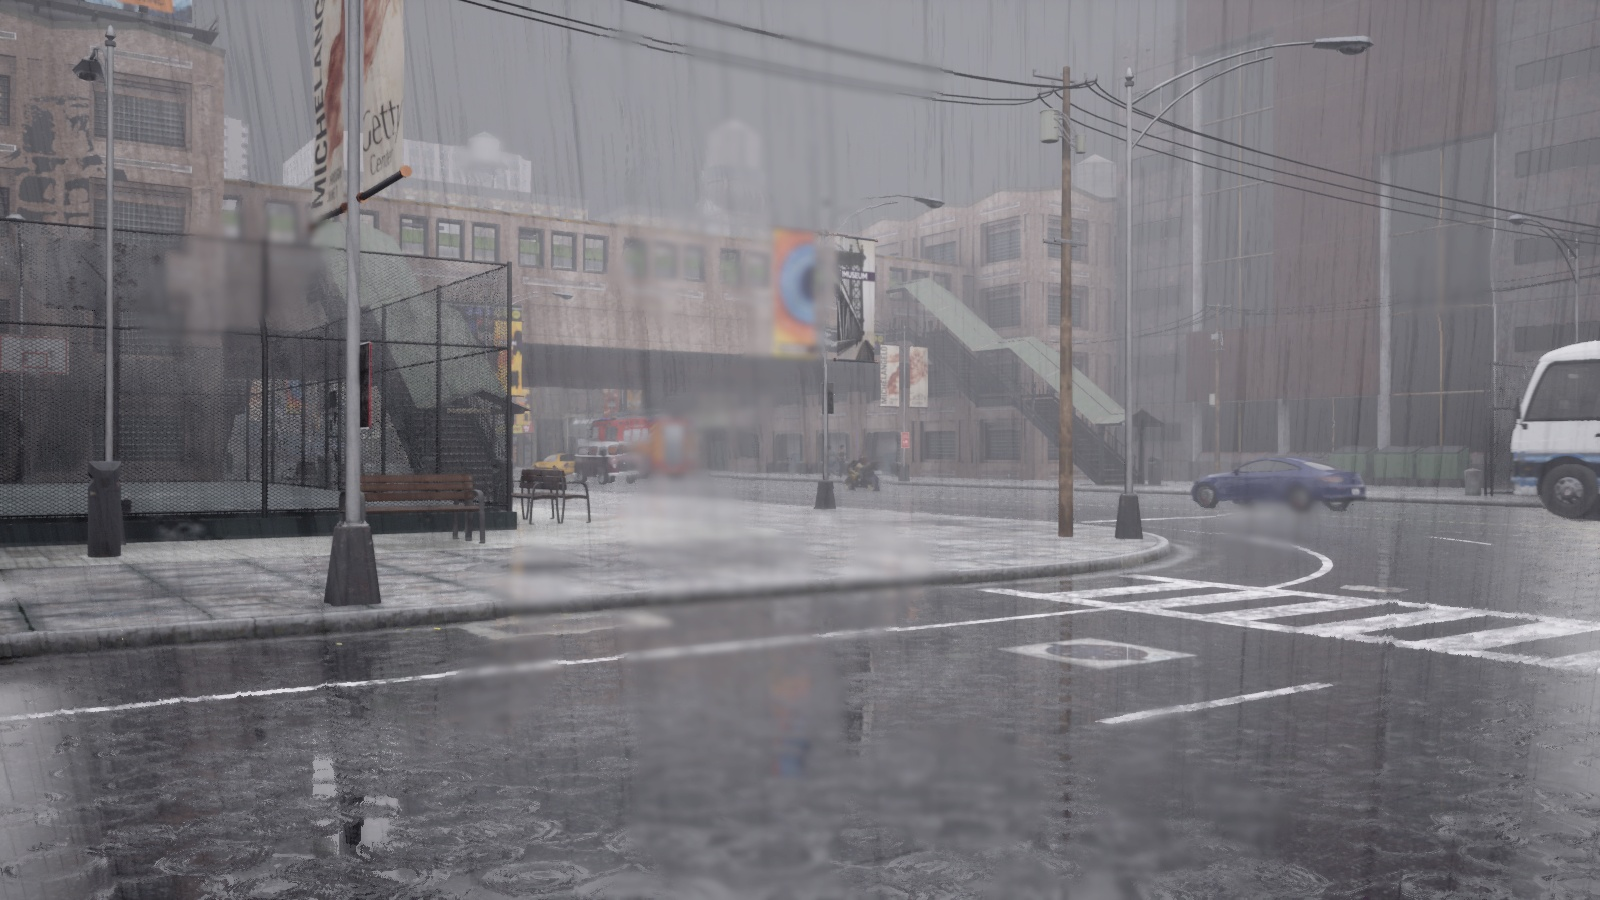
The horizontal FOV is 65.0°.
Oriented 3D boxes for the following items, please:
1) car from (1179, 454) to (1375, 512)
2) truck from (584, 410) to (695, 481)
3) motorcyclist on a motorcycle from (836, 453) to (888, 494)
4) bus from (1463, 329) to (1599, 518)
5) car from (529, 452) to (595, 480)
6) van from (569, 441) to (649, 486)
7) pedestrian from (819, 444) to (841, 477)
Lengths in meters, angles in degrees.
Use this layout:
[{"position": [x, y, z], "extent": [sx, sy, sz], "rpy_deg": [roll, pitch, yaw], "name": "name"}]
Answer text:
[{"position": [12.589, 0.826, 33.426], "extent": [1.812, 1.442, 4.674], "rpy_deg": [0, 0, -34], "name": "car"}, {"position": [-9.357, -0.223, 72.370], "extent": [2.891, 3.827, 8.468], "rpy_deg": [0, 0, -34], "name": "truck"}, {"position": [2.386, 0.893, 48.486], "extent": [0.866, 1.530, 2.191], "rpy_deg": [0, 0, -34], "name": "motorcyclist on a motorcycle"}, {"position": [20.744, -0.608, 27.605], "extent": [3.944, 4.253, 10.273], "rpy_deg": [0, 0, -34], "name": "bus"}, {"position": [-13.848, 0.891, 72.776], "extent": [1.801, 1.575, 5.366], "rpy_deg": [0, 0, -34], "name": "car"}, {"position": [-9.055, 0.632, 59.252], "extent": [2.069, 2.038, 4.480], "rpy_deg": [0, 0, -34], "name": "van"}, {"position": [1.696, 0.571, 70.579], "extent": [0.900, 1.855, 0.874], "rpy_deg": [0, 0, 34], "name": "pedestrian"}]
